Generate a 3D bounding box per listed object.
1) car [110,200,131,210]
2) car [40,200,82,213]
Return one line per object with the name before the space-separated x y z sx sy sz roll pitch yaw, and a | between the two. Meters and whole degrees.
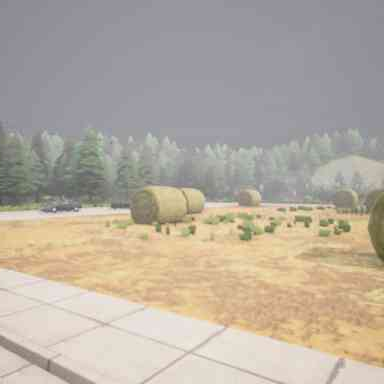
car | -9.371 1.805 47.595 1.895 1.301 4.718 0 0 37
car | -15.433 1.697 39.438 2.128 1.511 4.902 0 0 37
